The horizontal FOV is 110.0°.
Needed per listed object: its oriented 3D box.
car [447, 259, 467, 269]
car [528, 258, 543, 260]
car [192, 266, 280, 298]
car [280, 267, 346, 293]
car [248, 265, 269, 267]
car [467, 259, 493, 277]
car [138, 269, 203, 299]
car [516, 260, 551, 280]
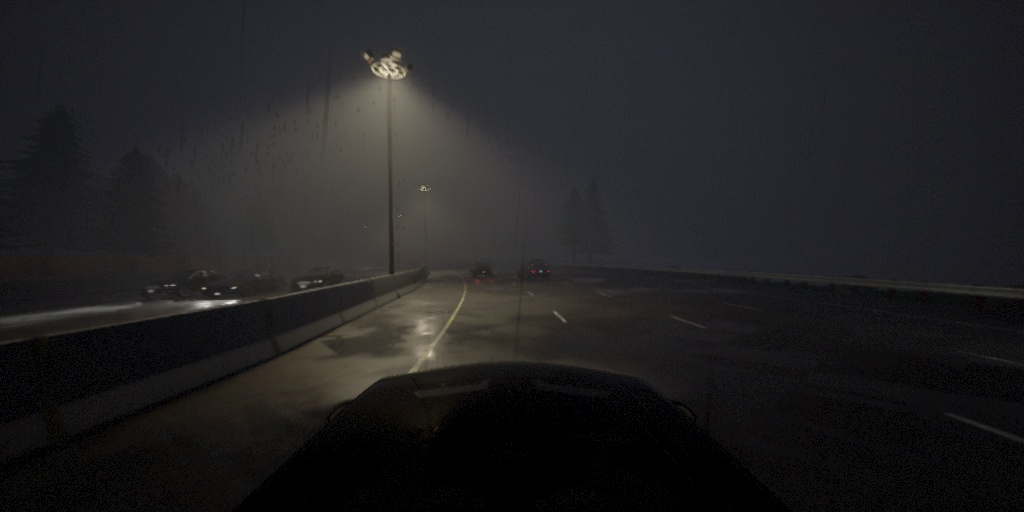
[{"bbox_3d":[-9.384,1.460,59.672,2.033,1.411,5.357,-1,0,-23],"label":"car"},{"bbox_3d":[2.554,1.076,42.086,2.097,1.767,4.553,-1,0,-13],"label":"car"},{"bbox_3d":[-15.184,1.537,20.735,2.033,1.411,5.357,-1,0,-7],"label":"car"},{"bbox_3d":[-11.877,1.431,22.276,2.128,1.511,4.902,-1,0,-7],"label":"car"},{"bbox_3d":[-24.528,1.630,34.589,2.128,1.511,4.902,-1,0,-12],"label":"car"},{"bbox_3d":[-3.176,1.335,36.128,1.812,1.442,4.674,0,0,-12],"label":"car"},{"bbox_3d":[-18.731,1.535,20.728,2.128,1.511,4.902,-1,0,-7],"label":"car"},{"bbox_3d":[1.751,1.280,31.019,2.033,1.411,5.357,-1,0,-12],"label":"car"}]
